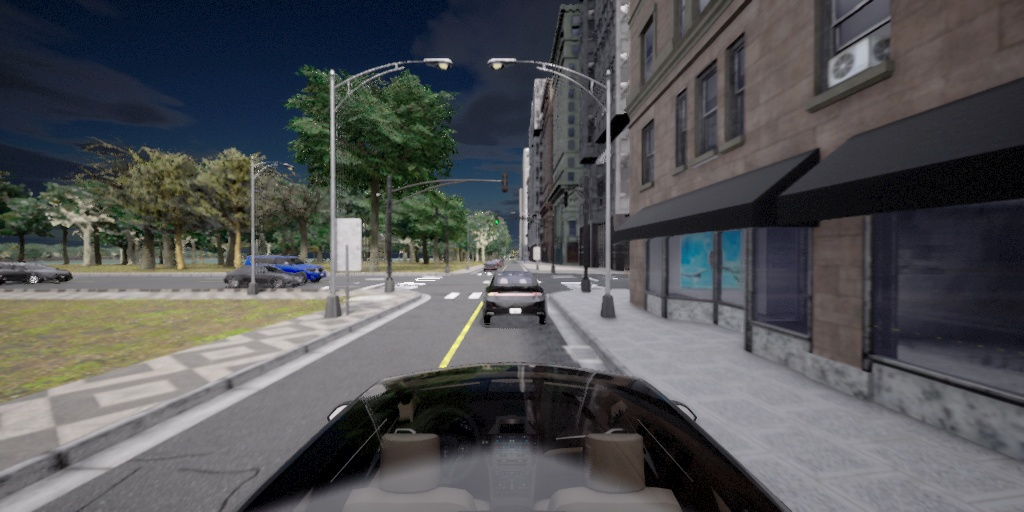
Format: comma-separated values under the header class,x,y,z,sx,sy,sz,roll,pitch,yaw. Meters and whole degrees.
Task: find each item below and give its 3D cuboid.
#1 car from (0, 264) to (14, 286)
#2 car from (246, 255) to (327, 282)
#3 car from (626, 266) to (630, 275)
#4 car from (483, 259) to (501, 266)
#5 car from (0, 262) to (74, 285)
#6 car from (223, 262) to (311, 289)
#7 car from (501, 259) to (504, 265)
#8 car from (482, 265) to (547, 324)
class,x,y,z,sx,sy,sz,roll,pitch,yaw
car,-35.864,1.380,23.212,4.181,1.385,1.994,0,1,0
car,-16.757,0.981,26.457,5.566,2.045,2.150,1,1,0
car,12.937,1.039,33.137,4.553,1.767,2.097,0,1,0
car,-2.835,1.306,47.183,2.033,1.411,5.357,0,0,-3
car,-35.559,1.292,26.460,4.892,1.490,1.837,0,1,0
car,-16.014,1.320,23.181,4.674,1.442,1.812,0,1,1
car,-2.737,1.302,60.980,1.812,1.442,4.674,0,0,1
car,0.040,1.231,11.863,2.128,1.511,4.902,0,0,-1
